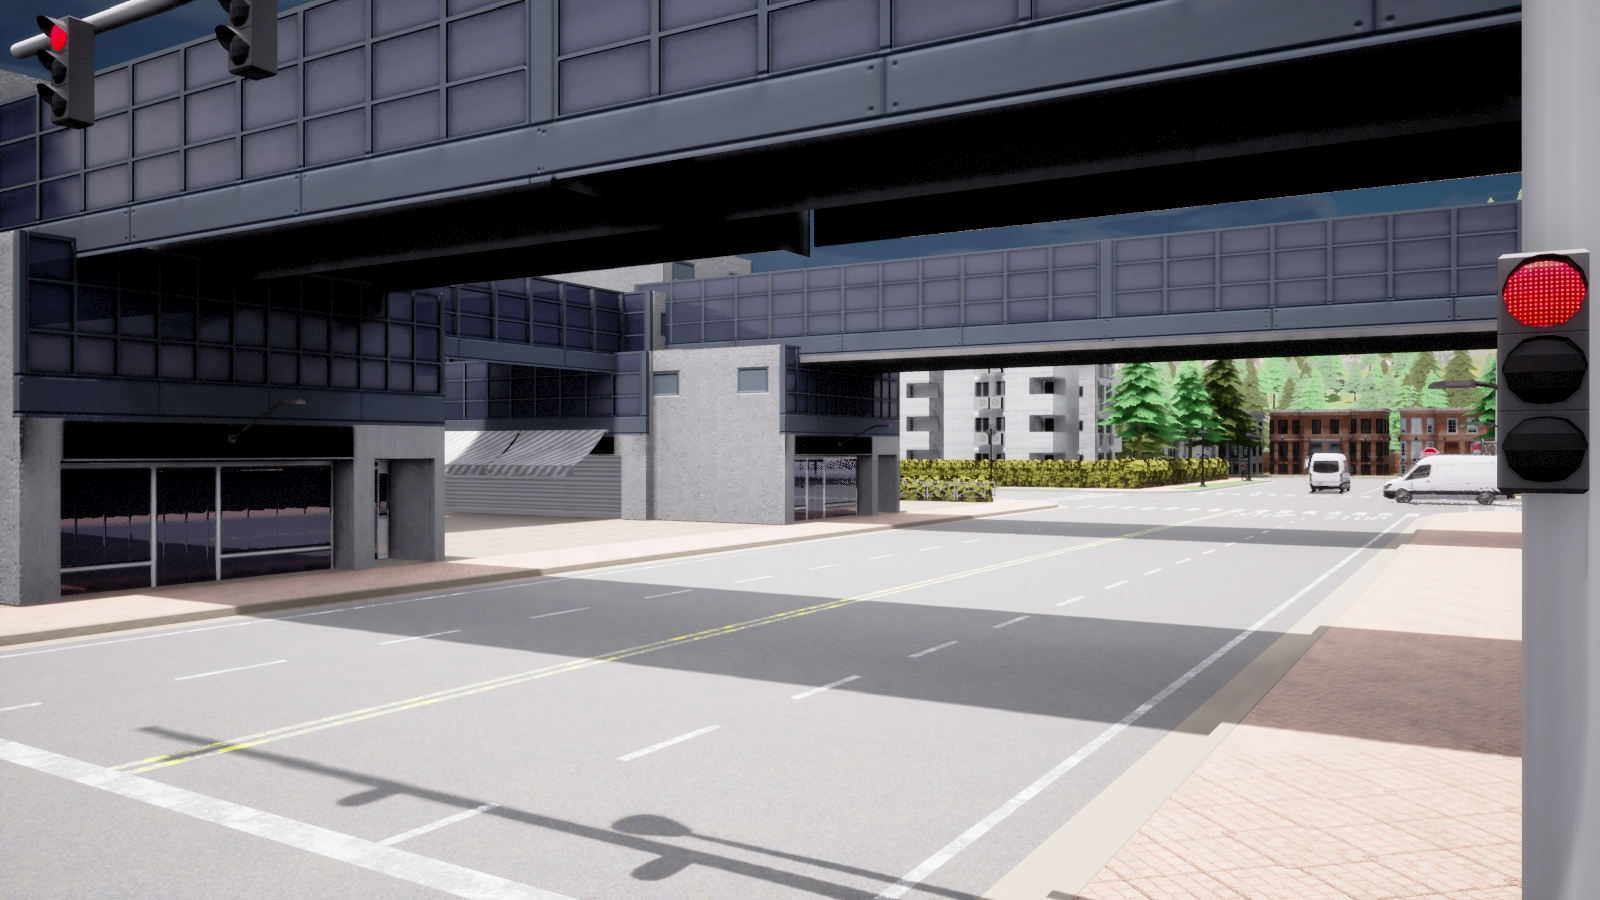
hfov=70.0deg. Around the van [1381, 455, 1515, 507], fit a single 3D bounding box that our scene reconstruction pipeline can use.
[{"bbox_3d":[33.320,1.534,58.817,5.915,2.561,1.988,0,0,32],"label":"van"}]
